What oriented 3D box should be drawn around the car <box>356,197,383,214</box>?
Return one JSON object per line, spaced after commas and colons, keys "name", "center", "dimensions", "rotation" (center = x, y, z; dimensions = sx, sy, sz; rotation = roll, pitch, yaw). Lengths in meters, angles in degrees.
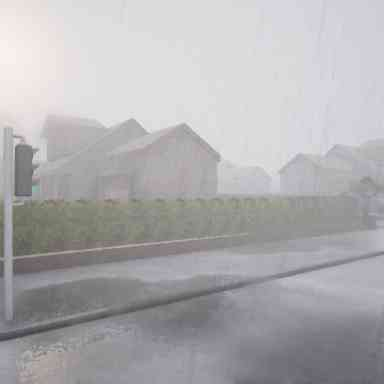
{"name": "car", "center": [15.870, 1.171, 28.777], "dimensions": [1.845, 1.501, 3.633], "rotation": [0, 0, -38]}
